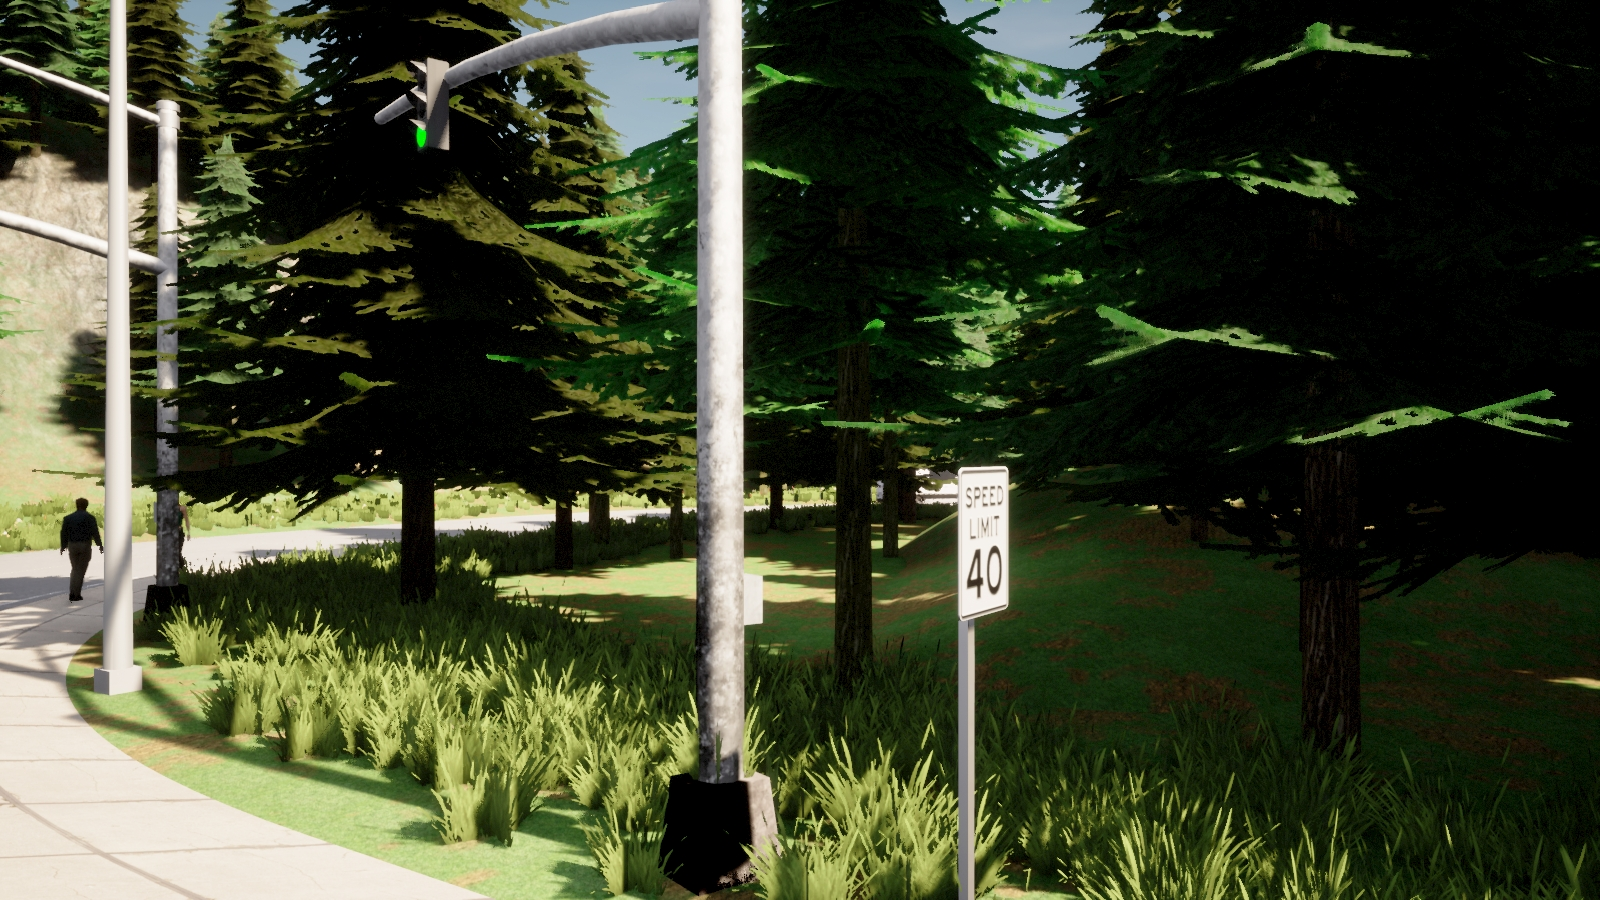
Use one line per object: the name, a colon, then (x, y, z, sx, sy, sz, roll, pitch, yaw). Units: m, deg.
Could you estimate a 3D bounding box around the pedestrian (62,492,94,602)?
pedestrian: (-12.507, 1.668, 19.793, 0.375, 1.860, 0.375, 0, 0, -13)
